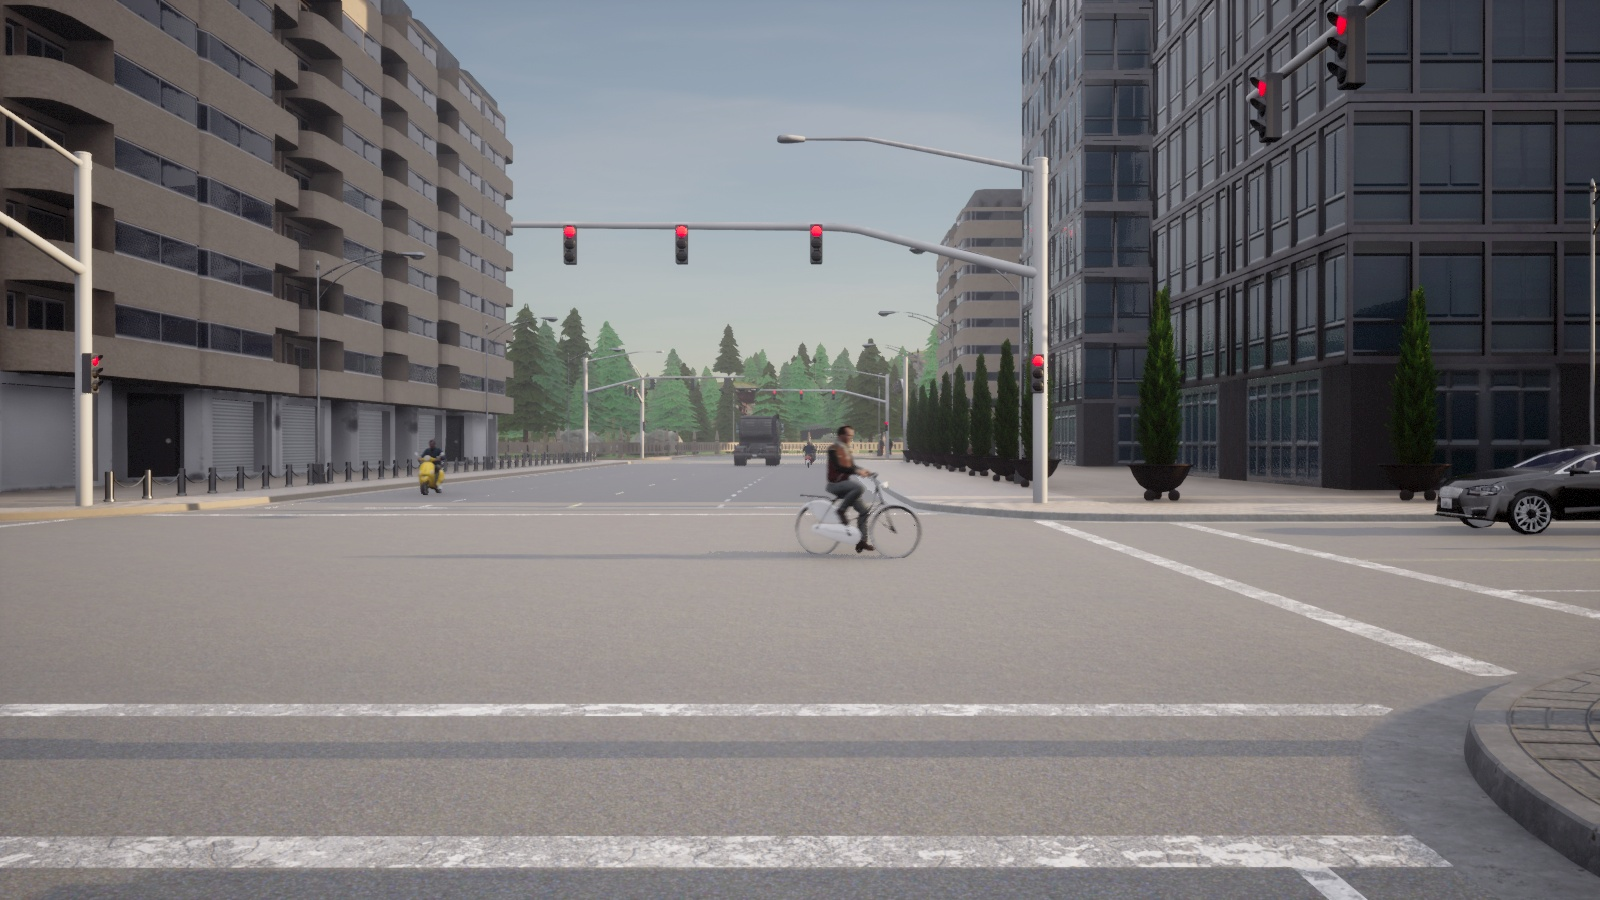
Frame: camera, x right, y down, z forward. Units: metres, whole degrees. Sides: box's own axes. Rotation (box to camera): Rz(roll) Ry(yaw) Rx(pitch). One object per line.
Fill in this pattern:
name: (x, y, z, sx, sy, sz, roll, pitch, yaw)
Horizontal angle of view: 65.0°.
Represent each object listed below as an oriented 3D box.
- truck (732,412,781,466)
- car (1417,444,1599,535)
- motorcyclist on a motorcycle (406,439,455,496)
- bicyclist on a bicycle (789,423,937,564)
truck: (-2.822, -0.710, 83.605, 2.891, 3.462, 7.936, 0, 0, 1)
car: (13.678, 0.646, 21.788, 4.902, 1.511, 2.128, 0, 0, 1)
motorcyclist on a motorcycle: (-10.619, 0.487, 36.128, 0.866, 1.590, 1.817, 0, 0, 0)
bicyclist on a bicycle: (0.826, 0.551, 16.577, 1.843, 1.776, 0.659, 0, -1, 28)
